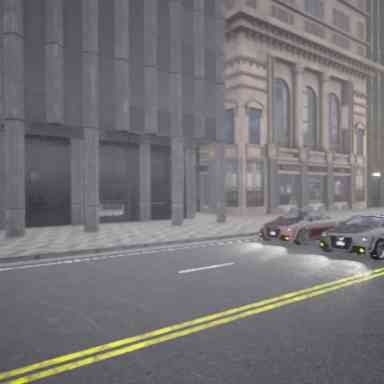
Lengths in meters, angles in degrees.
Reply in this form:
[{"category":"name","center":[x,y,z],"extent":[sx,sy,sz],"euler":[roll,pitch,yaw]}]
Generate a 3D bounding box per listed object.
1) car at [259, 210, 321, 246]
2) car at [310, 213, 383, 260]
[{"category":"car","center":[5.057,1.559,15.276],"extent":[4.181,1.385,1.994],"euler":[0,0,-35]},{"category":"car","center":[6.648,1.559,12.419],"extent":[4.181,1.385,1.994],"euler":[0,0,-35]}]
